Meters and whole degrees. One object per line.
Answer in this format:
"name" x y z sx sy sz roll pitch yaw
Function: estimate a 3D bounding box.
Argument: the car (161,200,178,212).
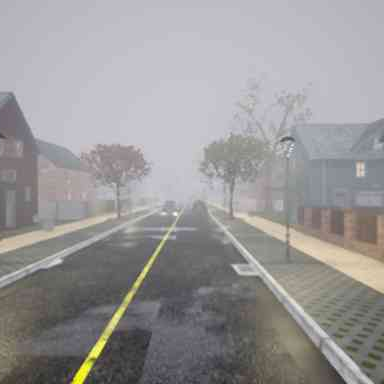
"car" -2.785 1.797 42.645 1.837 1.490 4.892 0 -1 0

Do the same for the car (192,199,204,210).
"car" 0.883 1.864 50.450 1.837 1.490 4.892 0 -1 0

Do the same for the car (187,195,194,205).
"car" 0.085 1.796 74.775 2.150 2.045 5.566 0 -1 0

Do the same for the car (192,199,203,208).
"car" 0.889 1.919 56.450 1.837 1.490 4.892 0 -1 0

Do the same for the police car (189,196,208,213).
"police car" 0.871 1.699 40.559 1.930 1.638 5.238 0 0 0
